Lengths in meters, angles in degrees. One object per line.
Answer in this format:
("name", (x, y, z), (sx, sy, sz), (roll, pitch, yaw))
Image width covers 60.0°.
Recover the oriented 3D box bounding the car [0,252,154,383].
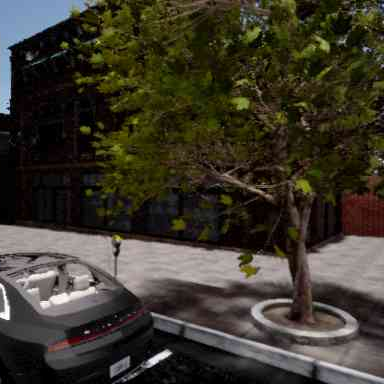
("car", (-2.513, 1.543, 4.667), (4.403, 1.369, 2.008), (0, 1, 36))
